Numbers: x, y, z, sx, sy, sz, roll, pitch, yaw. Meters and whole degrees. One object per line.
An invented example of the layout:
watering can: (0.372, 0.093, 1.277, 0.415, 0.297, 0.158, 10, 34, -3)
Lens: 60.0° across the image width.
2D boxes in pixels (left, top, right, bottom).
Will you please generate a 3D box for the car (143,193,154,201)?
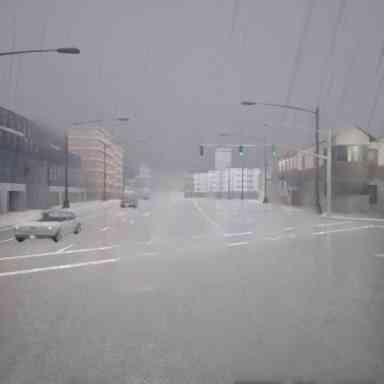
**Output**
car: (-8.738, 0.891, 66.685, 2.097, 1.767, 4.553, 0, 0, -2)

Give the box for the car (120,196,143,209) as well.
car: (-7.882, 1.378, 42.275, 2.128, 1.511, 4.902, 0, 1, -2)

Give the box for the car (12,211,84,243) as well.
car: (-6.985, 1.649, 16.635, 1.895, 1.301, 4.718, 0, 0, -2)
